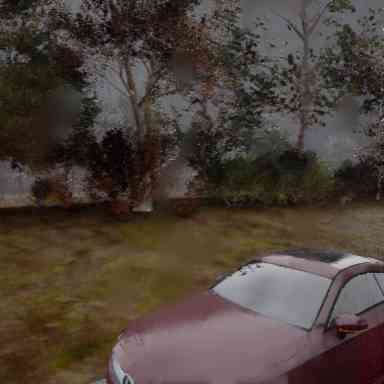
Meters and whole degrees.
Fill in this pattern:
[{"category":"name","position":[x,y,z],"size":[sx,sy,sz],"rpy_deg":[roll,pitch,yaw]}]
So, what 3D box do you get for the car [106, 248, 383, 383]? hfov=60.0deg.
[{"category":"car","position":[1.343,1.493,4.026],"size":[4.674,1.442,1.812],"rpy_deg":[0,1,-36]}]
